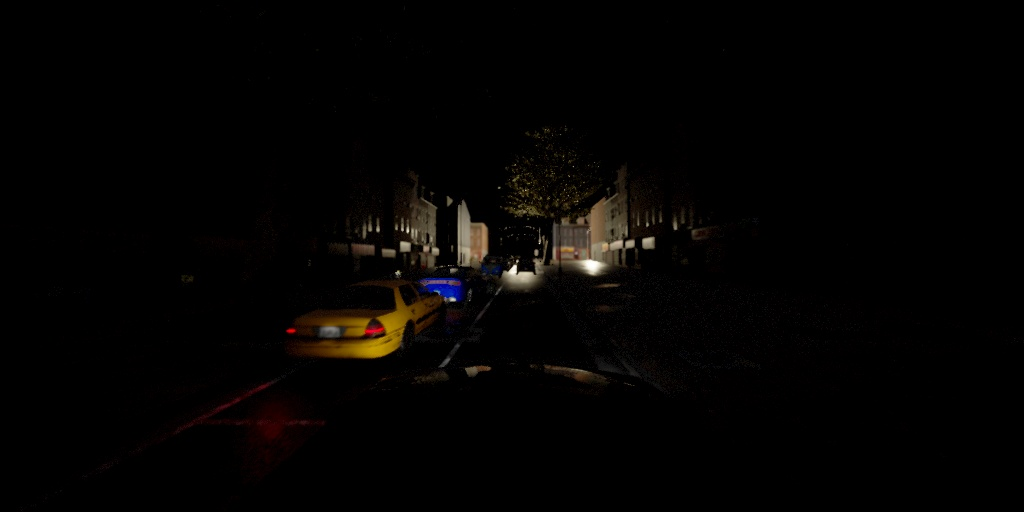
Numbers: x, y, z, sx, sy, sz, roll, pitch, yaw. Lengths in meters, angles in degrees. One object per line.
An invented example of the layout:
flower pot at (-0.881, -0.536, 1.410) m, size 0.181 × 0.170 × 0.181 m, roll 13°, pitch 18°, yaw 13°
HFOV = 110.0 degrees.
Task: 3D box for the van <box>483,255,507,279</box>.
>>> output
van at (-1.581, 0.909, 29.311) m, size 1.690 × 1.789 × 3.998 m, roll 0°, pitch 0°, yaw 2°

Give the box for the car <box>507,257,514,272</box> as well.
car at (-1.137, 1.061, 40.372) m, size 1.948 × 1.339 × 4.313 m, roll 0°, pitch 0°, yaw 2°

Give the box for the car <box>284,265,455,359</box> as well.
car at (-2.818, 1.175, 8.305) m, size 1.801 × 1.575 × 5.366 m, roll 0°, pitch 0°, yaw 2°

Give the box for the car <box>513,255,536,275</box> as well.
car at (1.394, 0.988, 35.644) m, size 1.882 × 1.535 × 5.008 m, roll 0°, pitch 1°, yaw 3°

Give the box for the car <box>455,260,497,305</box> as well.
car at (-2.285, 1.141, 15.544) m, size 1.882 × 1.535 × 5.008 m, roll -1°, pitch 1°, yaw 11°
